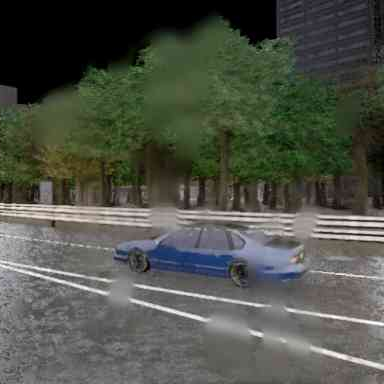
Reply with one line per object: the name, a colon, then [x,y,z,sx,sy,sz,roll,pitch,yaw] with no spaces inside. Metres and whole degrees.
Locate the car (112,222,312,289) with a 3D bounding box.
car: [0.403,1.558,9.124,5.357,1.411,2.033,0,0,28]
